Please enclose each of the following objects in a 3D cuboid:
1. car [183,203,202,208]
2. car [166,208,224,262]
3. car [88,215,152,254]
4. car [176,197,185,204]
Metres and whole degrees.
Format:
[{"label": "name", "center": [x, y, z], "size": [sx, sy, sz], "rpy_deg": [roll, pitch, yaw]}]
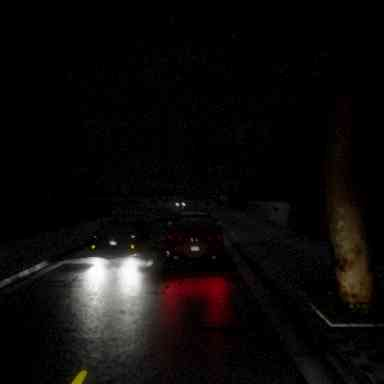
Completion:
[{"label": "car", "center": [0.107, 1.795, 26.544], "size": [1.895, 1.301, 4.718], "rpy_deg": [0, 0, 0]}, {"label": "car", "center": [0.099, 1.574, 12.528], "size": [1.882, 1.535, 5.008], "rpy_deg": [0, 0, 0]}, {"label": "car", "center": [-2.839, 1.670, 13.935], "size": [1.994, 1.385, 4.181], "rpy_deg": [0, 0, 0]}, {"label": "car", "center": [-2.653, 2.007, 78.758], "size": [1.837, 1.490, 4.892], "rpy_deg": [0, 0, 0]}]
